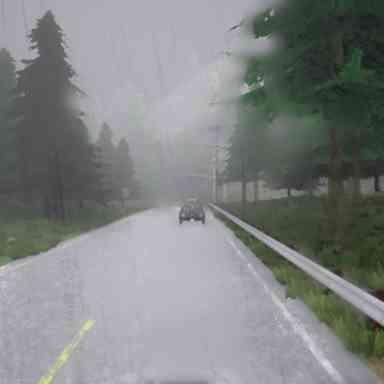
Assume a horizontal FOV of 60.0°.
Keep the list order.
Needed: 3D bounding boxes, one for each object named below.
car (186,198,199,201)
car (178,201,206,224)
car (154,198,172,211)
[{"bbox_3d":[0.059,1.489,40.107,1.837,1.490,4.892,0,-2,1],"label":"car"},{"bbox_3d":[0.012,1.595,24.569,1.895,1.301,4.718,0,0,0],"label":"car"},{"bbox_3d":[-3.501,1.502,41.047,1.837,1.490,4.892,0,0,0],"label":"car"}]
